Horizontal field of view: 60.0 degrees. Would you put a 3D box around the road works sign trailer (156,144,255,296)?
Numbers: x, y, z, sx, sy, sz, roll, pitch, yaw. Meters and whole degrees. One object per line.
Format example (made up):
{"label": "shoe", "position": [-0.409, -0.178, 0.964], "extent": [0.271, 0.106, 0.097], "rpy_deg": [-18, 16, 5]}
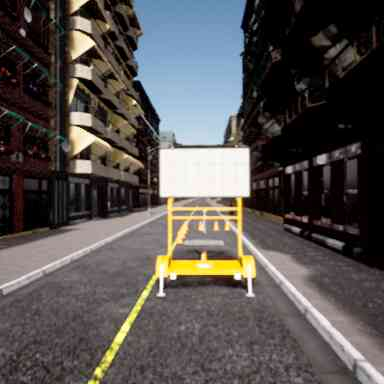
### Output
{"label": "road works sign trailer", "position": [0.337, 0.555, 8.871], "extent": [2.380, 3.560, 2.880], "rpy_deg": [0, -1, 2]}
